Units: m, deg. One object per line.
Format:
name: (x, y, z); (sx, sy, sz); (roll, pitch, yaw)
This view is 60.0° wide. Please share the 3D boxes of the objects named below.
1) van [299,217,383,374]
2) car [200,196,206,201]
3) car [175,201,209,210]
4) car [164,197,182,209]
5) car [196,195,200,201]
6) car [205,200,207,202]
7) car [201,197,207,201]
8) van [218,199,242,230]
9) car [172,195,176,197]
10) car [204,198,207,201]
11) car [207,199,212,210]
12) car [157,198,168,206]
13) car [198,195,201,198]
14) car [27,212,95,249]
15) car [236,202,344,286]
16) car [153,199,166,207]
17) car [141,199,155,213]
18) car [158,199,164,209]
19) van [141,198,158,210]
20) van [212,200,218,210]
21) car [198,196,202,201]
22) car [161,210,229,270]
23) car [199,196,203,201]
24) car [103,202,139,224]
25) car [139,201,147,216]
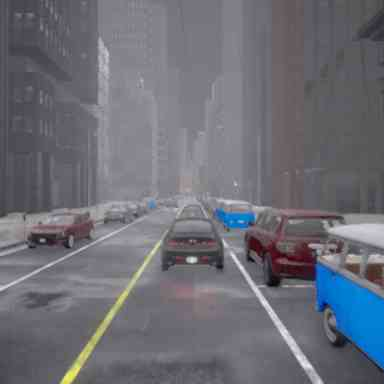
van: (2.765, 1.364, 3.812); (1.690, 1.788, 3.998); (0, 0, 0)
car: (2.762, 1.869, 54.708); (1.752, 1.417, 4.829); (0, 0, 0)
car: (0.043, 1.705, 26.165); (2.033, 1.411, 5.357); (0, 0, 0)
car: (-3.080, 1.875, 52.370); (2.033, 1.411, 5.357); (0, 0, 0)
car: (2.762, 1.859, 82.721); (2.192, 1.841, 5.009); (0, 0, 0)
car: (2.763, 1.795, 37.628); (1.947, 1.339, 4.313); (0, 0, 0)
car: (2.762, 1.870, 48.902); (1.947, 1.339, 4.313); (0, 0, 0)
van: (2.764, 1.465, 20.720); (1.690, 1.788, 3.998); (0, 0, 0)
car: (-5.764, 2.095, 82.700); (2.008, 1.369, 4.403); (0, 0, 0)
car: (2.763, 1.848, 43.264); (1.802, 1.307, 4.206); (0, 0, 0)
car: (2.763, 1.633, 31.992); (1.967, 1.590, 4.097); (0, 0, 0)
car: (-5.763, 1.967, 65.792); (1.887, 1.381, 4.507); (0, 0, 0)
car: (2.762, 1.989, 71.617); (1.752, 1.417, 4.829); (0, 0, 0)
car: (-5.761, 1.634, 15.067); (1.887, 1.381, 4.507); (0, 0, 0)
car: (2.765, 1.371, 9.448); (2.192, 1.841, 5.009); (0, 0, 0)
car: (-5.763, 1.926, 60.156); (1.887, 1.381, 4.507); (0, 0, 0)
car: (-5.762, 1.780, 37.612); (2.008, 1.369, 4.403); (0, 0, 0)
car: (-5.763, 1.855, 48.884); (2.008, 1.369, 4.403); (0, 0, 0)
van: (-5.762, 1.607, 43.249); (1.690, 1.788, 3.998); (0, 0, 0)
van: (2.764, 1.499, 26.357); (1.690, 1.788, 3.998); (0, 0, 0)
car: (2.762, 1.966, 65.810); (1.887, 1.381, 4.507); (0, 0, 0)
car: (0.041, 1.572, 11.272); (1.837, 1.490, 4.892); (0, 0, 1)
car: (2.762, 1.947, 60.174); (1.947, 1.339, 4.313); (0, 0, 0)
car: (-5.762, 1.709, 26.339); (2.008, 1.369, 4.403); (0, 0, 0)
car: (-5.762, 1.775, 31.975); (1.802, 1.307, 4.206); (0, 0, 0)
